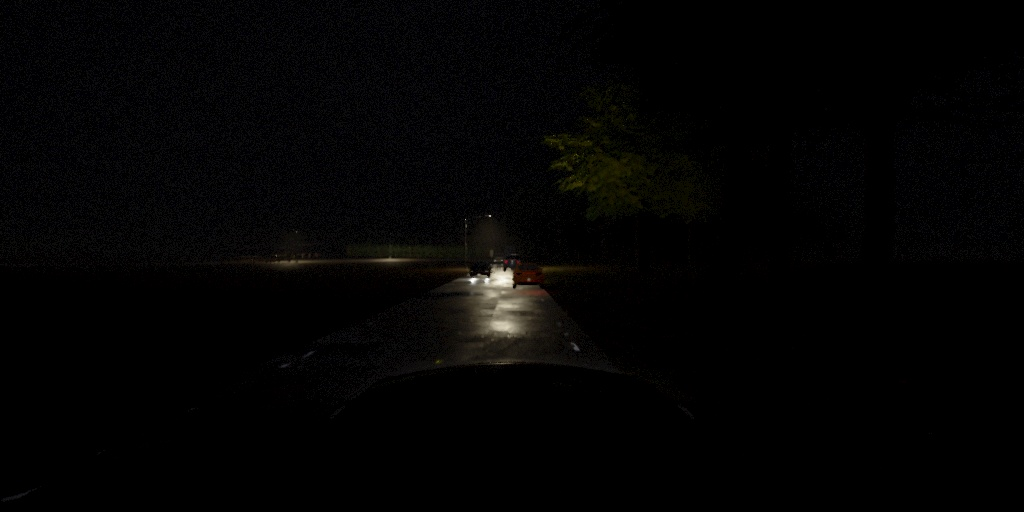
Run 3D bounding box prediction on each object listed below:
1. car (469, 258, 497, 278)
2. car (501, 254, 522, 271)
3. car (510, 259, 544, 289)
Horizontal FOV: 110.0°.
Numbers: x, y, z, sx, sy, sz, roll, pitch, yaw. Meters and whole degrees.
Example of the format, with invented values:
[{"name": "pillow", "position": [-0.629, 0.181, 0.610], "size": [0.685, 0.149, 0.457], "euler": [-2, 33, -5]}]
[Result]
[{"name": "car", "position": [-2.831, 1.215, 33.538], "size": [2.033, 1.411, 5.357], "euler": [0, 0, 0]}, {"name": "car", "position": [0.048, 0.841, 44.939], "size": [2.150, 2.045, 5.566], "euler": [0, 0, 0]}, {"name": "car", "position": [0.971, 1.181, 22.900], "size": [1.882, 1.535, 5.008], "euler": [0, 0, 0]}]
